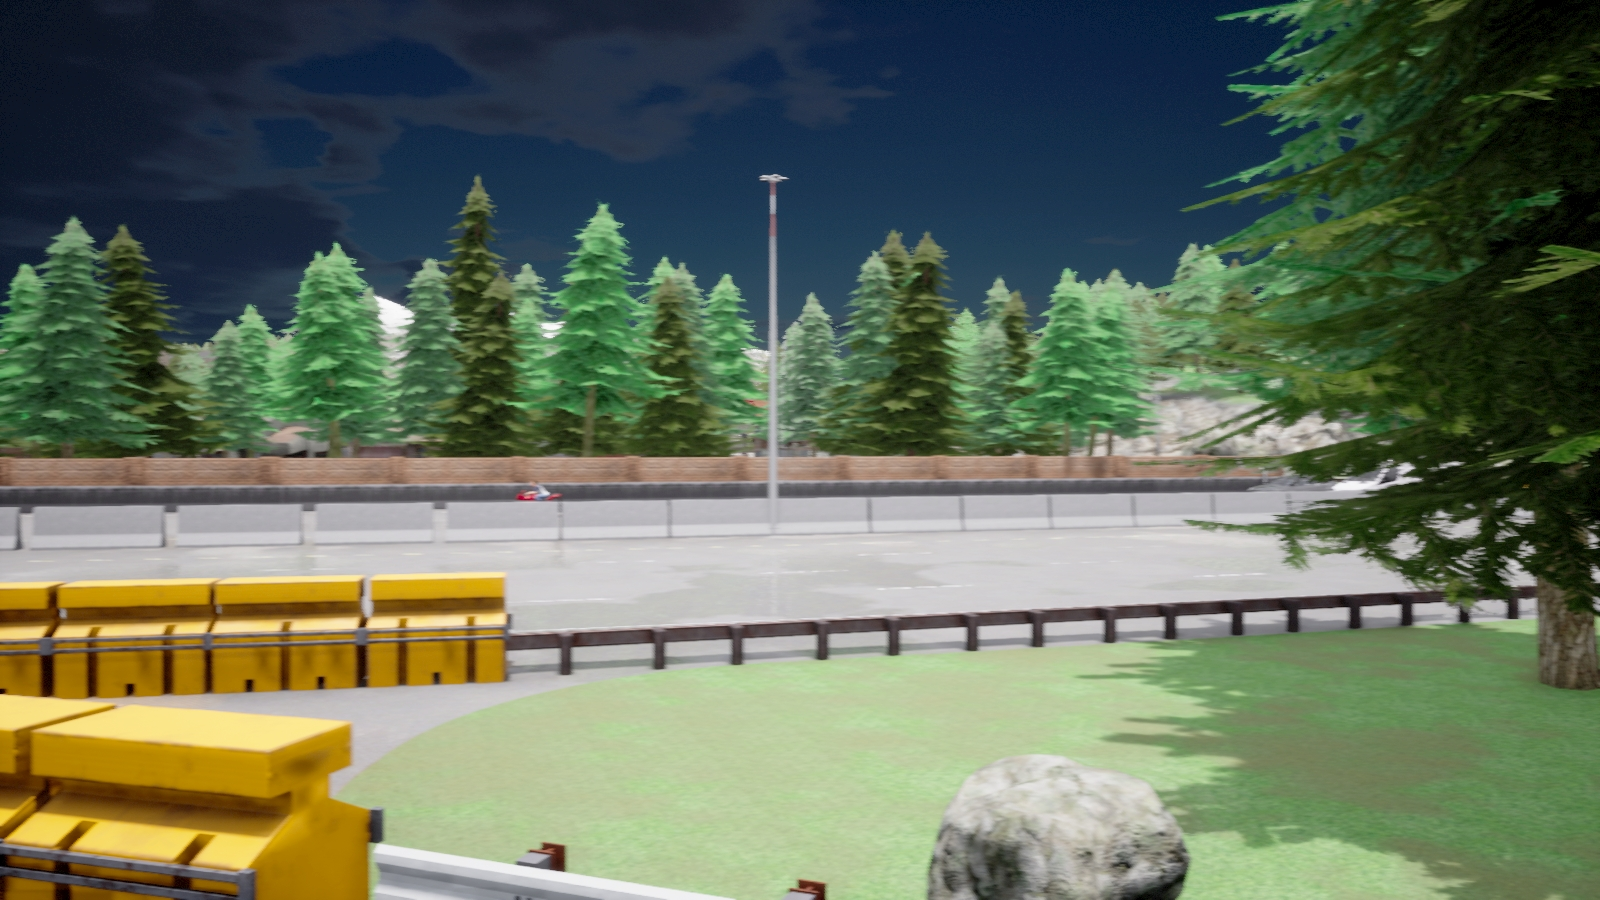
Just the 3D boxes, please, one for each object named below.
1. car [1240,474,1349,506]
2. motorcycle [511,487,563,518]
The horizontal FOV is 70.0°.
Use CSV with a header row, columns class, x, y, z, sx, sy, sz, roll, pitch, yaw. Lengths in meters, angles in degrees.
class,x,y,z,sx,sy,sz,roll,pitch,yaw
car,24.951,2.004,57.704,4.792,1.488,2.163,0,0,-17
motorcycle,-10.745,2.139,46.682,2.033,1.217,0.803,0,-1,-15
